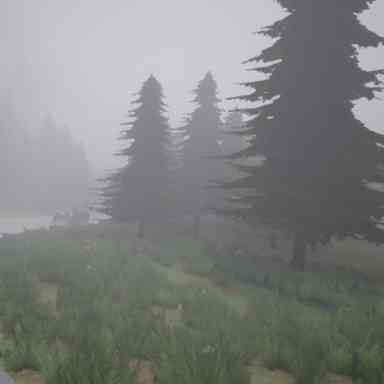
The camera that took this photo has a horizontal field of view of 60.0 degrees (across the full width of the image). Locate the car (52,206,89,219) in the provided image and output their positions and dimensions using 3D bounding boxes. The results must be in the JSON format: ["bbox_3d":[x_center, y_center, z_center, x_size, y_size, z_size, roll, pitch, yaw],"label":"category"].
[{"bbox_3d":[-11.940,2.166,33.189,2.097,1.767,4.553,5,-2,4],"label":"car"}]
